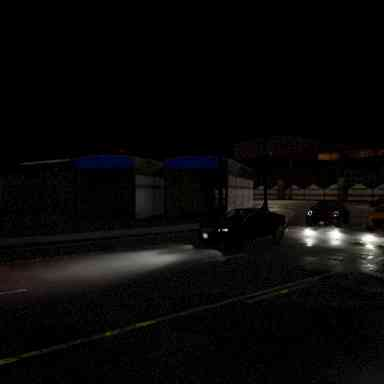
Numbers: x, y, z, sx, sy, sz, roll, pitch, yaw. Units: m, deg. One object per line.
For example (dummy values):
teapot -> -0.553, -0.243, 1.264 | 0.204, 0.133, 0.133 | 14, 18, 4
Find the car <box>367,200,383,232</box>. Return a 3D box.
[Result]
car -> 11.712, 1.472, 19.678 | 1.882, 1.535, 5.008 | 0, 0, 36

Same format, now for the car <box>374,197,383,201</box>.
car -> 26.576, 1.466, 45.782 | 1.882, 1.535, 5.008 | 0, 0, -4

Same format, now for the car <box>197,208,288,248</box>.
car -> 2.372, 1.490, 14.928 | 4.902, 1.511, 2.128 | 0, 0, -41

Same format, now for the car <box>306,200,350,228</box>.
car -> 9.294, 1.347, 22.581 | 2.097, 1.767, 4.553 | 0, 0, 33
